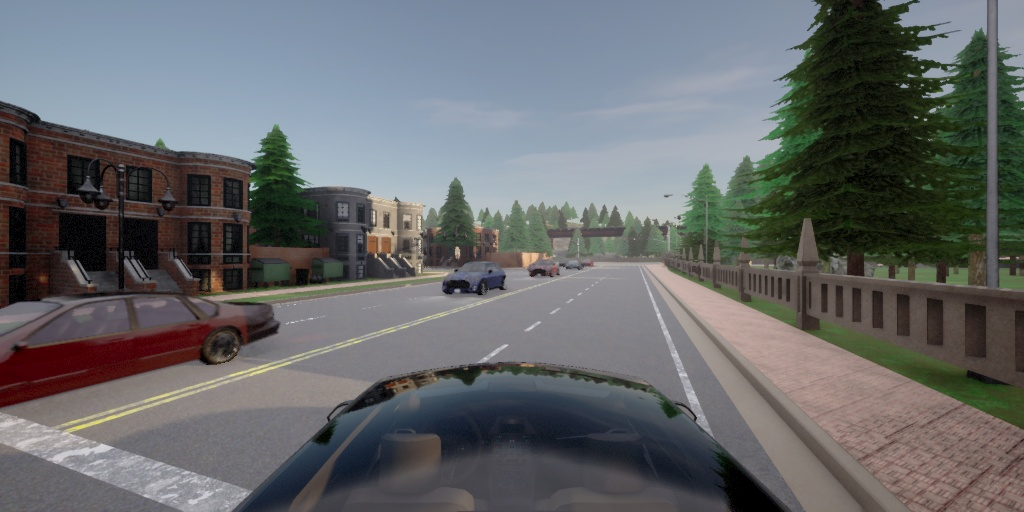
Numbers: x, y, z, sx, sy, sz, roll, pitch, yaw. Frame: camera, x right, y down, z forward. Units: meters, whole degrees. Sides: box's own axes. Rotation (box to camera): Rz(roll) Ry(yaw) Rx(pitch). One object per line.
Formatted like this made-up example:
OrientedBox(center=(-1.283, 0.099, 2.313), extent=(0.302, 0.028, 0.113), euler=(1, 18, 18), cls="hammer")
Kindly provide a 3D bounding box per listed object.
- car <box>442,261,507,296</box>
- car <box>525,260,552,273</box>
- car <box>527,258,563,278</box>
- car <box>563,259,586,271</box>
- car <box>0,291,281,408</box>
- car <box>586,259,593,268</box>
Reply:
OrientedBox(center=(-1.890, 1.102, 19.329), extent=(2.097, 1.767, 4.553), euler=(0, 0, 19), cls="car")
OrientedBox(center=(3.447, 1.297, 45.710), extent=(2.033, 1.411, 5.357), euler=(0, 0, 19), cls="car")
OrientedBox(center=(3.137, 1.101, 34.036), extent=(2.097, 1.767, 4.553), euler=(0, 0, 19), cls="car")
OrientedBox(center=(8.722, 1.276, 50.277), extent=(1.812, 1.442, 4.674), euler=(0, 0, 19), cls="car")
OrientedBox(center=(-6.541, 1.297, 5.575), extent=(2.033, 1.411, 5.357), euler=(0, 0, 17), cls="car")
OrientedBox(center=(13.139, 1.227, 63.018), extent=(1.882, 1.535, 5.008), euler=(0, 0, 19), cls="car")
